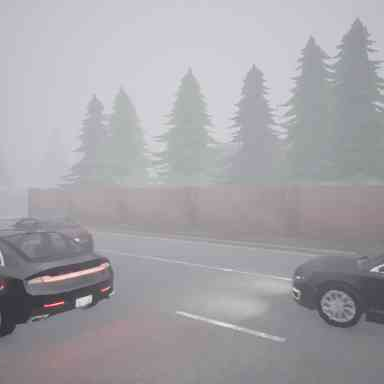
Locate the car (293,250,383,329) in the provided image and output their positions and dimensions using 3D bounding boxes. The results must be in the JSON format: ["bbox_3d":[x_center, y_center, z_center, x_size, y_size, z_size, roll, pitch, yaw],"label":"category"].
[{"bbox_3d":[4.129,1.506,5.340,4.892,1.490,1.837,0,0,36],"label":"car"}]

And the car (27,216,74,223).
[{"bbox_3d":[-5.521,1.564,12.254,4.181,1.385,1.994,0,0,37],"label":"car"}]

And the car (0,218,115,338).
[{"bbox_3d":[-3.656,1.492,6.617,4.902,1.511,2.128,0,0,36],"label":"car"}]
